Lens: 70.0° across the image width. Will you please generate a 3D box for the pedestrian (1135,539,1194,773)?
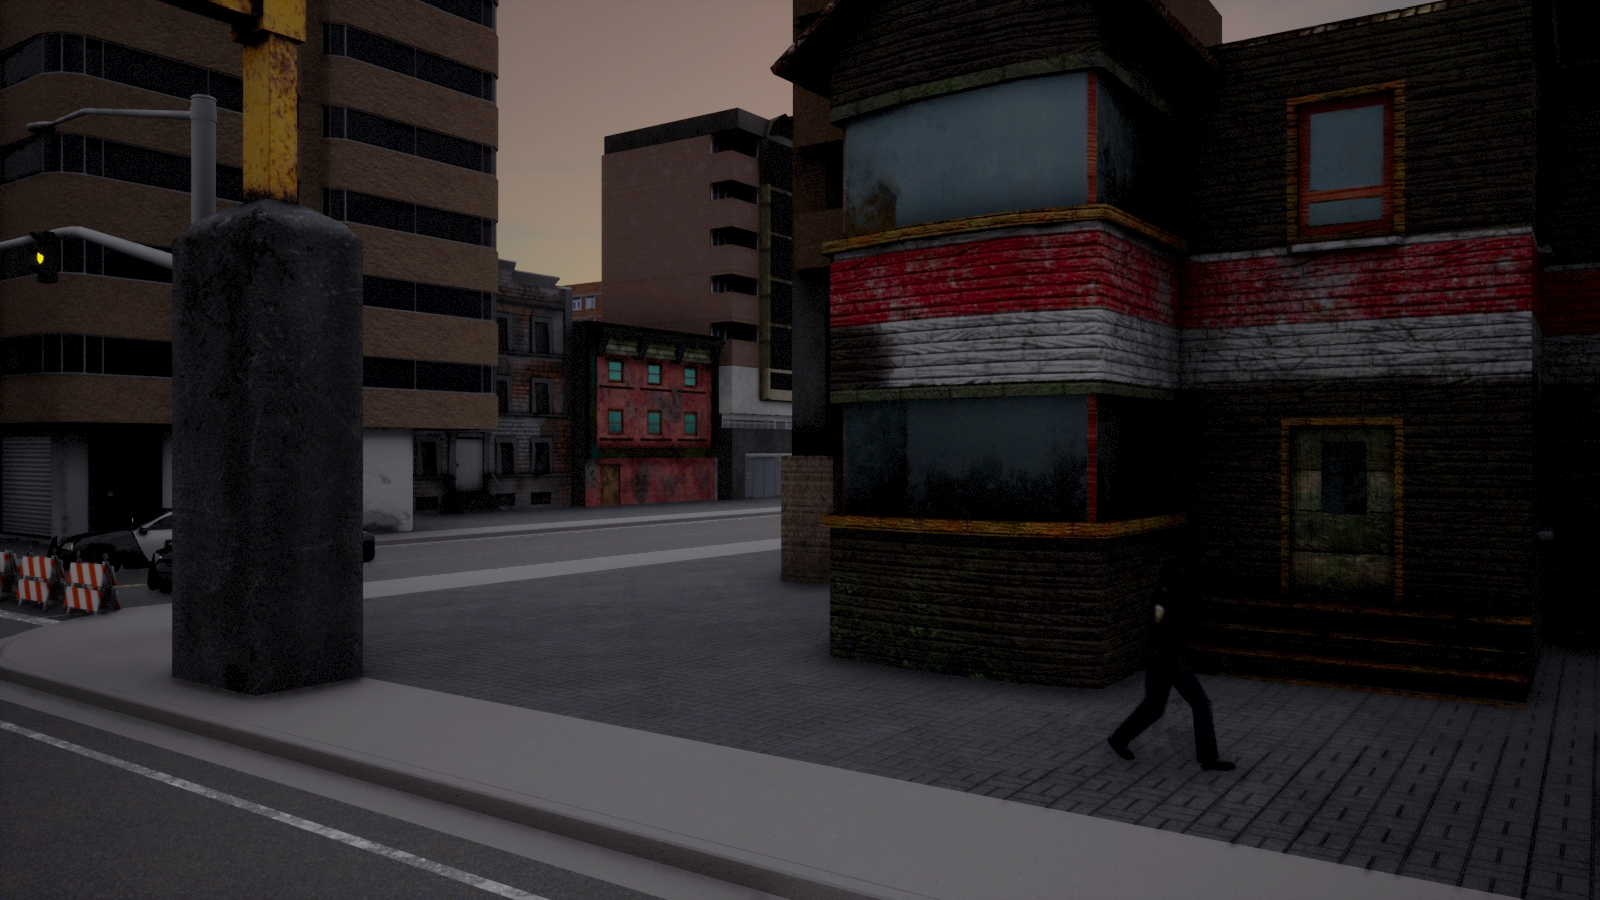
[{"bbox_3d":[3.054,1.699,9.563,0.375,1.860,0.375,0,0,36],"label":"pedestrian"}]
